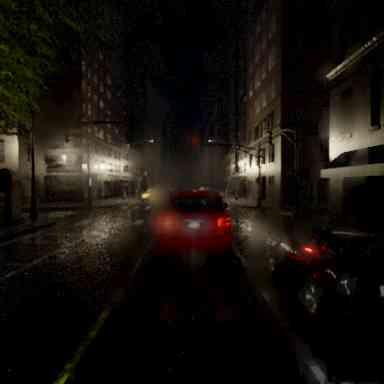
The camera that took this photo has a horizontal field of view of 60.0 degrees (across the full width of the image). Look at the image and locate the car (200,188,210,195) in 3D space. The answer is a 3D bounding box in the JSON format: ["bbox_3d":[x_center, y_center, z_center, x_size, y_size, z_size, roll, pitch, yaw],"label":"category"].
[{"bbox_3d":[2.824,-0.156,72.088,2.008,1.369,4.403,0,1,0],"label":"car"}]

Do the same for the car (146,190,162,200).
[{"bbox_3d":[-5.692,0.351,50.255,2.008,1.369,4.403,0,1,0],"label":"car"}]

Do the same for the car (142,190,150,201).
[{"bbox_3d":[-5.689,0.458,44.636,1.752,1.417,4.829,0,1,0],"label":"car"}]

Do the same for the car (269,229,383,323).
[{"bbox_3d":[2.853,1.401,6.833,1.947,1.339,4.313,0,1,0],"label":"car"}]

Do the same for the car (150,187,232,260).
[{"bbox_3d":[0.082,0.944,11.399,2.150,2.045,5.566,0,1,0],"label":"car"}]

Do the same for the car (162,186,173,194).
[{"bbox_3d":[-5.705,-0.514,77.497,2.192,1.841,5.009,0,1,0],"label":"car"}]

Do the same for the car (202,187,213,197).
[{"bbox_3d":[2.828,-0.015,61.191,1.967,1.590,4.097,0,1,0],"label":"car"}]

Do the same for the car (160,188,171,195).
[{"bbox_3d":[-5.701,-0.154,72.053,2.008,1.369,4.403,0,1,0],"label":"car"}]
